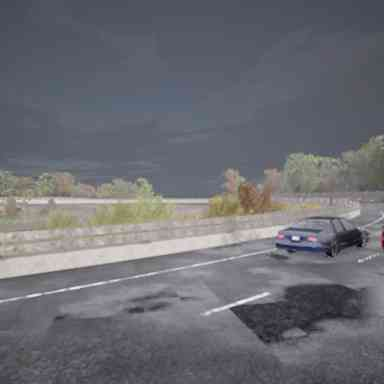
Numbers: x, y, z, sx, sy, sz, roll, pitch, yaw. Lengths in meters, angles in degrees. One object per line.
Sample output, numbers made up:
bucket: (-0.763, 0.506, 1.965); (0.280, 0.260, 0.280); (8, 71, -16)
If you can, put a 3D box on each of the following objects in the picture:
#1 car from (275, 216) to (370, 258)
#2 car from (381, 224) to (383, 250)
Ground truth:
car: (5.452, 1.693, 13.528); (5.357, 1.411, 2.033); (0, -1, -45)
car: (8.505, 1.312, 11.677); (5.566, 2.045, 2.150); (0, -1, -44)
